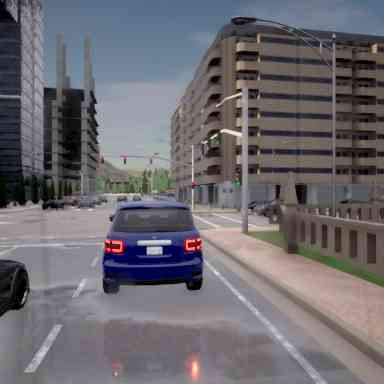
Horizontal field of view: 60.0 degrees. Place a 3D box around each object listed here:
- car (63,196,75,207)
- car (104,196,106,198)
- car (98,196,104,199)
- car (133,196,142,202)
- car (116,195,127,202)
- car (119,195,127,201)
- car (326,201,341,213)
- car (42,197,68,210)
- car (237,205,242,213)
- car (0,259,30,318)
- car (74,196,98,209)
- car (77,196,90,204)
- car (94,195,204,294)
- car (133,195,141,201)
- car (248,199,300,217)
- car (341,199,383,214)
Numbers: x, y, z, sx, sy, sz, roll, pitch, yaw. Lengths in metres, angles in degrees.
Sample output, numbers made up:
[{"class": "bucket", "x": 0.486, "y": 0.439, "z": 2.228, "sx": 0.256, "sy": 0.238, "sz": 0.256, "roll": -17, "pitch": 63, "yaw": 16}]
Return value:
[{"class": "car", "x": -18.997, "y": 1.353, "z": 51.002, "sx": 2.097, "sy": 1.767, "sz": 4.553, "roll": 0, "pitch": 0, "yaw": -10}, {"class": "car", "x": -18.075, "y": 1.556, "z": 66.861, "sx": 1.994, "sy": 1.385, "sz": 4.181, "roll": 0, "pitch": 0, "yaw": -10}, {"class": "car", "x": -16.161, "y": 1.526, "z": 55.235, "sx": 1.812, "sy": 1.442, "sz": 4.674, "roll": 0, "pitch": 0, "yaw": -10}, {"class": "car", "x": -12.772, "y": 1.548, "z": 77.356, "sx": 1.994, "sy": 1.385, "sz": 4.181, "roll": 0, "pitch": 0, "yaw": -10}, {"class": "car", "x": -16.202, "y": 1.524, "z": 76.651, "sx": 2.128, "sy": 1.511, "sz": 4.902, "roll": 0, "pitch": 0, "yaw": -10}, {"class": "car", "x": -17.922, "y": 1.548, "z": 86.681, "sx": 1.994, "sy": 1.385, "sz": 4.181, "roll": 0, "pitch": 0, "yaw": -10}, {"class": "car", "x": 17.091, "y": 1.561, "z": 36.253, "sx": 4.892, "sy": 1.490, "sz": 1.837, "roll": 0, "pitch": 0, "yaw": -10}, {"class": "car", "x": -17.459, "y": 1.601, "z": 42.000, "sx": 1.895, "sy": 1.301, "sz": 4.718, "roll": 0, "pitch": 0, "yaw": -10}, {"class": "car", "x": 7.060, "y": 1.560, "z": 34.478, "sx": 4.892, "sy": 1.490, "sz": 1.837, "roll": 0, "pitch": 0, "yaw": -10}, {"class": "car", "x": -4.092, "y": 1.564, "z": 5.077, "sx": 1.994, "sy": 1.385, "sz": 4.181, "roll": 0, "pitch": 0, "yaw": -7}, {"class": "car", "x": -14.646, "y": 1.505, "z": 46.338, "sx": 1.837, "sy": 1.490, "sz": 4.892, "roll": 0, "pitch": 0, "yaw": -10}, {"class": "car", "x": -21.520, "y": 1.526, "z": 66.247, "sx": 1.812, "sy": 1.442, "sz": 4.674, "roll": 0, "pitch": 0, "yaw": -10}, {"class": "car", "x": -1.088, "y": 1.221, "z": 9.059, "sx": 2.150, "sy": 2.045, "sz": 5.566, "roll": 0, "pitch": 0, "yaw": -8}, {"class": "car", "x": -14.472, "y": 1.535, "z": 87.273, "sx": 2.033, "sy": 1.411, "sz": 5.357, "roll": 0, "pitch": 0, "yaw": -10}, {"class": "car", "x": 8.029, "y": 1.407, "z": 31.095, "sx": 4.553, "sy": 1.767, "sz": 2.097, "roll": 0, "pitch": 0, "yaw": -10}, {"class": "car", "x": 17.426, "y": 1.618, "z": 32.757, "sx": 4.181, "sy": 1.385, "sz": 1.994, "roll": 0, "pitch": 0, "yaw": -10}]
